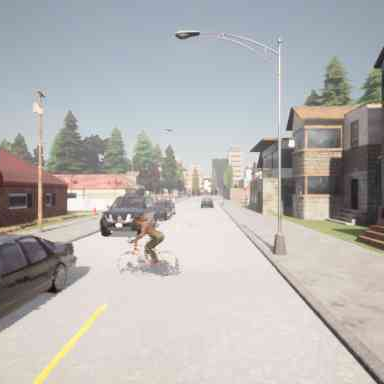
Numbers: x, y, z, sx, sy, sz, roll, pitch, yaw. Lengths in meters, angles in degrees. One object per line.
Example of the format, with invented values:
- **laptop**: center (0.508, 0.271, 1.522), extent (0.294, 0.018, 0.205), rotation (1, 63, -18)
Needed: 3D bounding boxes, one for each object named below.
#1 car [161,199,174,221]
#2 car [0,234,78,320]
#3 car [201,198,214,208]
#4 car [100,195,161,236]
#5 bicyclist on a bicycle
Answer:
- **car**: center (-2.849, 1.564, 27.008), extent (1.994, 1.385, 4.181), rotation (0, 0, 3)
- **car**: center (-3.895, 1.547, 6.167), extent (2.033, 1.411, 5.357), rotation (0, 0, 3)
- **car**: center (2.203, 1.547, 48.001), extent (2.033, 1.411, 5.357), rotation (0, 0, 3)
- **car**: center (-3.336, 1.219, 18.524), extent (2.150, 2.045, 5.566), rotation (0, 0, 3)
- **bicyclist on a bicycle**: center (-1.204, 1.451, 8.863), extent (1.656, 1.620, 0.582), rotation (-2, 0, 2)
